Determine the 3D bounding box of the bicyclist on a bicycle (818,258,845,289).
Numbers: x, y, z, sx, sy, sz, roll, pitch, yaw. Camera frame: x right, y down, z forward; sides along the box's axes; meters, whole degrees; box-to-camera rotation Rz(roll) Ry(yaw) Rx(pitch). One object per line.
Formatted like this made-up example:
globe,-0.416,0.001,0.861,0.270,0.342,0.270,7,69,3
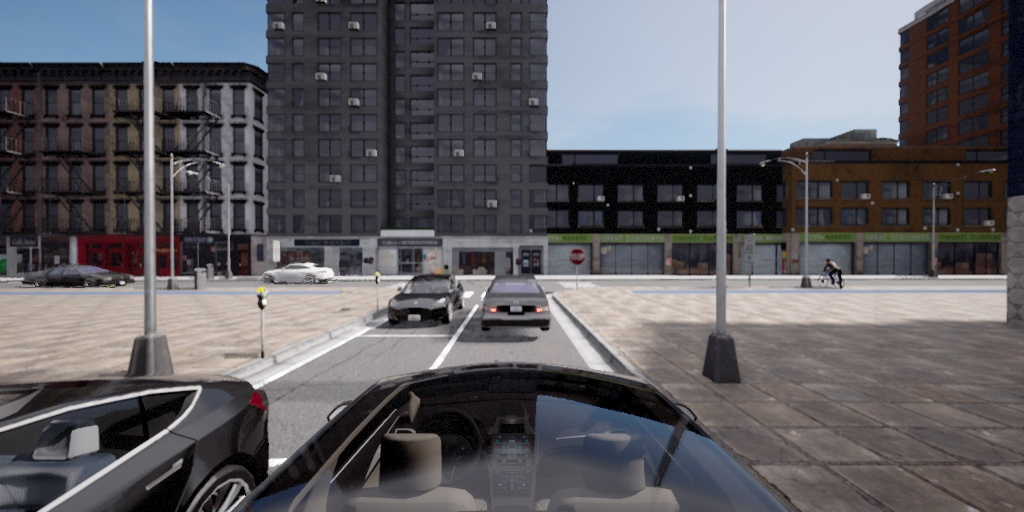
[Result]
bicyclist on a bicycle,17.361,0.965,19.517,0.582,1.620,1.656,0,0,0

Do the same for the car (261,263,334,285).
car,-15.120,1.229,25.431,4.674,1.442,1.812,0,0,0

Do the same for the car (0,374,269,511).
car,-2.639,1.318,0.936,1.948,1.339,4.313,0,0,0

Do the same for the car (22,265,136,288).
car,-27.047,1.303,22.453,5.357,1.411,2.033,0,0,0

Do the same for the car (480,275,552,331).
car,0.086,1.268,10.840,2.033,1.411,5.357,0,0,0

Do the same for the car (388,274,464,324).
car,-2.636,1.283,11.841,1.948,1.339,4.313,0,0,0
